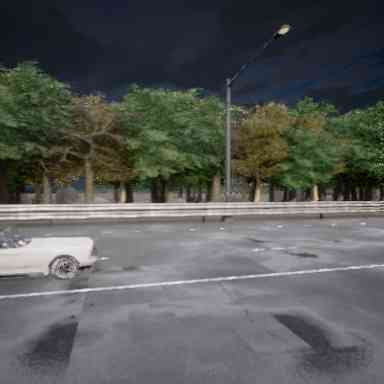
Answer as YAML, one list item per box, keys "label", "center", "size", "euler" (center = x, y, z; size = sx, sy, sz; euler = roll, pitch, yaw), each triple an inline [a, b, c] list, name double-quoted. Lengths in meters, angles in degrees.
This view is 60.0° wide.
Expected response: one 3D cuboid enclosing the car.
- label: "car"
  center: [-4.864, 1.562, 8.593]
  size: [4.718, 1.301, 1.895]
  euler: [0, 0, -17]
